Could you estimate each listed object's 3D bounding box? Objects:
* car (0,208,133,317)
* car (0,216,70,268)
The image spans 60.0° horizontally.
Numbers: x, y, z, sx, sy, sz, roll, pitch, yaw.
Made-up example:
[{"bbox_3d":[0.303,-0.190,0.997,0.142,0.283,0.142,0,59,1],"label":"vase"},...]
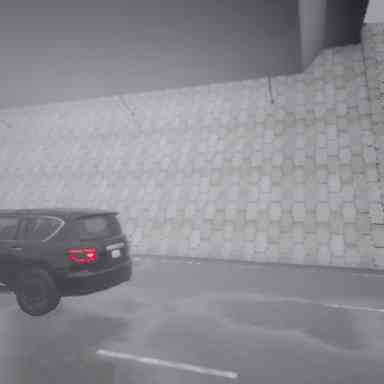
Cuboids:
[{"bbox_3d":[-4.123,1.401,7.864,5.566,2.045,2.150,0,-1,19],"label":"car"},{"bbox_3d":[-7.351,1.762,12.673,5.008,1.535,1.882,0,-1,19],"label":"car"}]
